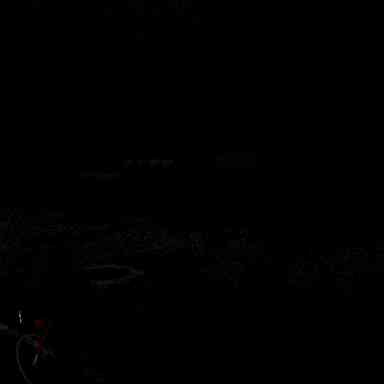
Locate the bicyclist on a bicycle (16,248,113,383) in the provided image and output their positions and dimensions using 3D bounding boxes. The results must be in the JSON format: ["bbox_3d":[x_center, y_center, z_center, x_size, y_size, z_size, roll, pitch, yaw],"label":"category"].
[{"bbox_3d":[-1.221,1.388,3.223,1.656,1.620,0.582,5,3,36],"label":"bicyclist on a bicycle"}]
